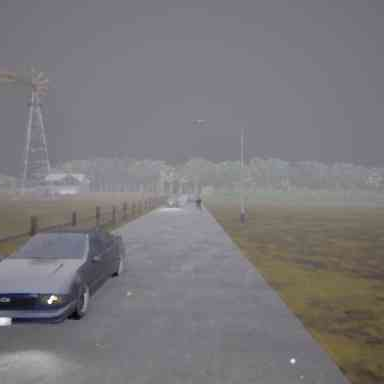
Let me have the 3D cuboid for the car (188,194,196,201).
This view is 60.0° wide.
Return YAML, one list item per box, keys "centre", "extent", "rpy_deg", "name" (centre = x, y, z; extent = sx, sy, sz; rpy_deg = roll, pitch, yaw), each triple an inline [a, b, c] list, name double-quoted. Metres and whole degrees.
- centre: [0.014, 1.321, 76.493]
  extent: [1.837, 1.490, 4.892]
  rpy_deg: [0, 0, 0]
  name: "car"

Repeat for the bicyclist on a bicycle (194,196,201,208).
- centre: [0.761, 1.377, 45.083]
  extent: [0.866, 1.612, 1.509]
  rpy_deg: [0, 0, 0]
  name: "bicyclist on a bicycle"

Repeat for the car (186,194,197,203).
- centre: [0.012, 1.384, 63.514]
  extent: [2.128, 1.511, 4.902]
  rpy_deg: [0, 0, 0]
  name: "car"

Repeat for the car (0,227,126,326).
- centre: [-2.841, 1.563, 7.658]
  extent: [2.033, 1.411, 5.357]
  rpy_deg: [0, 0, 0]
  name: "car"

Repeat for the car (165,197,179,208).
- centre: [-2.822, 1.424, 47.723]
  extent: [2.128, 1.511, 4.902]
  rpy_deg: [0, 0, 0]
  name: "car"

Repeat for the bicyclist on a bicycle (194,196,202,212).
- centre: [0.763, 1.336, 36.080]
  extent: [0.659, 1.776, 1.843]
  rpy_deg: [0, 0, 0]
  name: "bicyclist on a bicycle"
